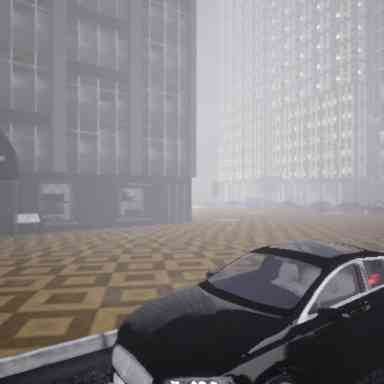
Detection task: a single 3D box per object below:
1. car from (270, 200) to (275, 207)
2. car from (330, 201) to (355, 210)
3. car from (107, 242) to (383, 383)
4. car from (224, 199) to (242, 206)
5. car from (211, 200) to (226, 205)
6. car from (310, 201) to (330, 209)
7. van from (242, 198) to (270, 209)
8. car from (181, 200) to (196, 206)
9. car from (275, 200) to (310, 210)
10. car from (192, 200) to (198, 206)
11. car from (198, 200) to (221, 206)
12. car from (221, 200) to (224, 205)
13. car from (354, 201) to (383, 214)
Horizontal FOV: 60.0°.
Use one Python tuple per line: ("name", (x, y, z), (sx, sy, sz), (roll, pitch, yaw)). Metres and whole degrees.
("car", (14.071, 2.205, 61.748), (2.033, 1.411, 5.357), (0, -1, -24))
("car", (22.931, 1.954, 48.615), (1.947, 1.339, 4.313), (-1, -1, -24))
("car", (1.392, 1.484, 4.336), (4.902, 1.511, 2.128), (0, 0, -35))
("car", (8.797, 2.032, 66.106), (1.994, 1.385, 4.181), (0, -1, -24))
("car", (6.721, 2.679, 84.493), (1.802, 1.307, 4.206), (-1, -1, -24))
("car", (20.615, 2.052, 53.740), (1.947, 1.339, 4.313), (-1, -1, -24))
("van", (10.658, 1.909, 55.418), (1.690, 1.788, 3.998), (-1, -1, -24))
("car", (-0.917, 2.624, 81.043), (1.887, 1.381, 4.507), (-1, -1, -24))
("car", (15.414, 1.997, 51.255), (1.812, 1.442, 4.674), (0, -1, -24))
("car", (1.468, 2.497, 75.763), (1.752, 1.417, 4.829), (-1, -1, -24))
("car", (3.715, 2.422, 70.792), (2.008, 1.369, 4.403), (-1, -1, -24))
("car", (9.128, 2.246, 72.657), (2.033, 1.411, 5.357), (0, -1, -24))
("car", (19.925, 1.726, 34.913), (2.008, 1.369, 4.403), (-1, -1, -24))
